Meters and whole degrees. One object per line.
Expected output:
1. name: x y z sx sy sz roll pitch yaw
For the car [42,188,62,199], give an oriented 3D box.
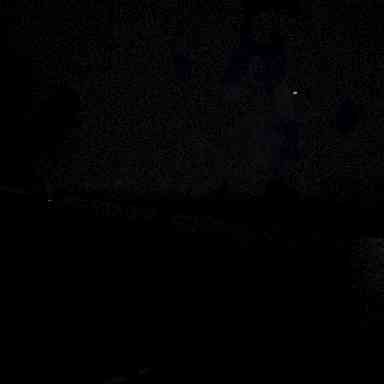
1. car: -20.511 0.189 48.595 1.882 1.535 5.008 -1 3 -36
